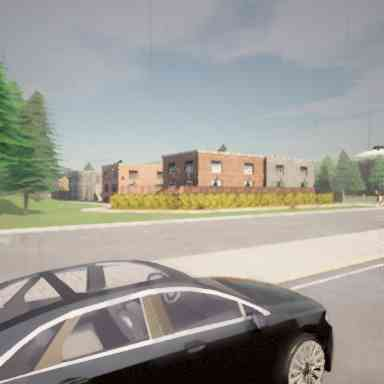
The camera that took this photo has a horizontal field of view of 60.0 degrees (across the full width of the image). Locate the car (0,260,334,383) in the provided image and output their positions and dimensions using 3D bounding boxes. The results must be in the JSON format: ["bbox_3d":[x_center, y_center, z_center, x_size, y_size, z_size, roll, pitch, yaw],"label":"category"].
[{"bbox_3d":[-0.511,1.488,3.381,4.902,1.511,2.128,0,0,-36],"label":"car"}]
